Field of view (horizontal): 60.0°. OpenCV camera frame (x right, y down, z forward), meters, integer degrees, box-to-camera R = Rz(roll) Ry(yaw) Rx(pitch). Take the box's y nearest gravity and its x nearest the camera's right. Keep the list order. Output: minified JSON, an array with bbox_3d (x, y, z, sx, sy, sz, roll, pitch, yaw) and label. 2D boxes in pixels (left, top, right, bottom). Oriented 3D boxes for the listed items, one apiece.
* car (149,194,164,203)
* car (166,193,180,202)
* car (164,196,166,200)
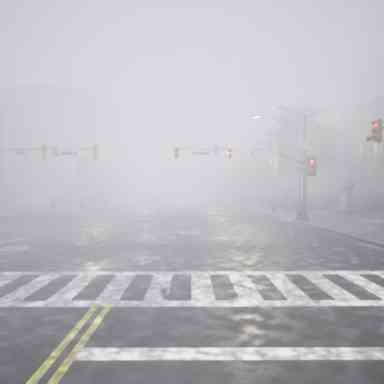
[{"bbox_3d":[-7.231,1.462,65.670,2.033,1.411,5.357,0,0,0],"label":"car"},{"bbox_3d":[-3.757,1.137,70.301,2.150,2.045,5.566,0,0,-3],"label":"car"},{"bbox_3d":[-8.201,1.366,86.071,1.882,1.535,5.008,0,0,-29],"label":"car"}]
